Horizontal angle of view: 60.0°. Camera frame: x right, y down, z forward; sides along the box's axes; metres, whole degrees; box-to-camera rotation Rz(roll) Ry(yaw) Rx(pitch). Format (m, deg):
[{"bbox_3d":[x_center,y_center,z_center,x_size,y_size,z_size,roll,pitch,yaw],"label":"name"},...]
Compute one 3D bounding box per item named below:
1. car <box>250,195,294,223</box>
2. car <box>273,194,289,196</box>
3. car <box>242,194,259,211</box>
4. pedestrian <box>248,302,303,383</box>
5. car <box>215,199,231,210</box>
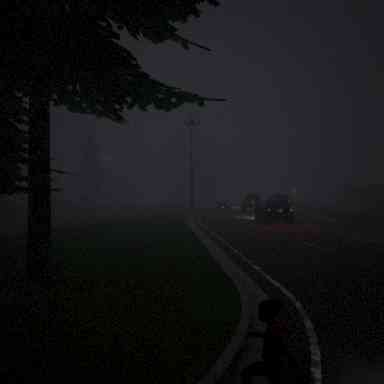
[{"bbox_3d":[6.176,1.352,25.527,2.097,1.767,4.553,0,0,-1],"label":"car"},{"bbox_3d":[10.891,1.222,41.154,2.150,2.045,5.566,0,0,7],"label":"car"},{"bbox_3d":[7.287,1.222,40.477,2.150,2.045,5.566,0,0,7],"label":"car"},{"bbox_3d":[0.799,1.294,3.172,0.375,1.860,0.375,0,0,30],"label":"pedestrian"},{"bbox_3d":[4.050,1.601,42.770,1.895,1.301,4.718,0,0,7],"label":"car"}]
